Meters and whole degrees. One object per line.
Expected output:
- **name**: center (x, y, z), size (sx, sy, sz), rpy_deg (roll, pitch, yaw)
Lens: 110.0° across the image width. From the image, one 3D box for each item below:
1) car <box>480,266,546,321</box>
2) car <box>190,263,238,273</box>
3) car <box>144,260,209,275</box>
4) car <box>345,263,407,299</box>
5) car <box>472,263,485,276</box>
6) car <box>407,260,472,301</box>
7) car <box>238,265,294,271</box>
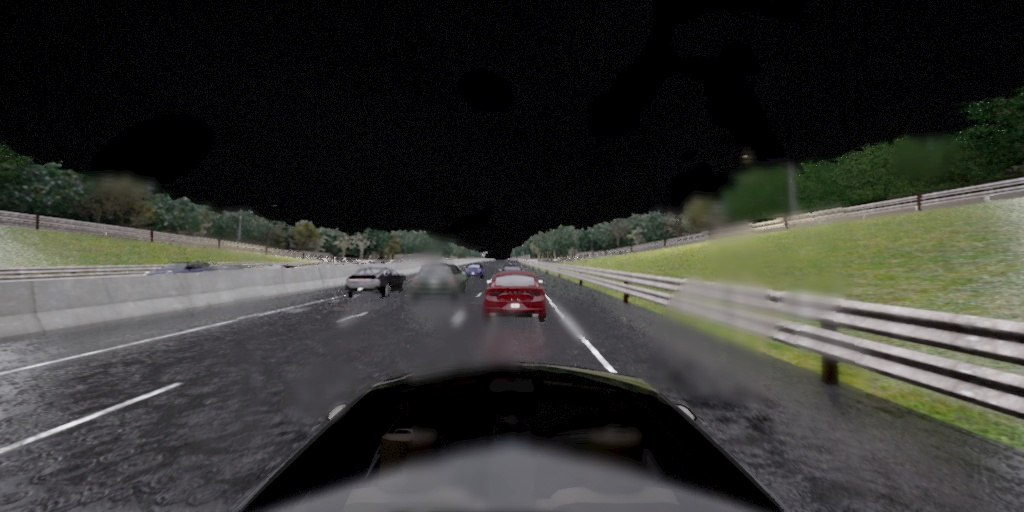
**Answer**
- **car**: center (0.097, 1.275, 12.689), size (1.882, 1.535, 5.008), rpy_deg (0, 0, 0)
- **car**: center (-21.180, 1.428, 26.925), size (1.994, 1.385, 4.181), rpy_deg (0, 0, -1)
- **car**: center (-24.679, 1.214, 26.820), size (2.097, 1.767, 4.553), rpy_deg (0, 0, -1)
- **car**: center (-6.913, 1.319, 18.754), size (2.128, 1.511, 4.902), rpy_deg (0, 0, 0)
- **car**: center (-3.652, 1.435, 35.409), size (1.812, 1.442, 4.674), rpy_deg (0, 0, -1)
- **car**: center (-3.409, 1.175, 17.838), size (2.097, 1.767, 4.553), rpy_deg (0, 0, 0)
- **car**: center (-17.689, 1.390, 26.884), size (1.812, 1.442, 4.674), rpy_deg (0, 0, -1)
